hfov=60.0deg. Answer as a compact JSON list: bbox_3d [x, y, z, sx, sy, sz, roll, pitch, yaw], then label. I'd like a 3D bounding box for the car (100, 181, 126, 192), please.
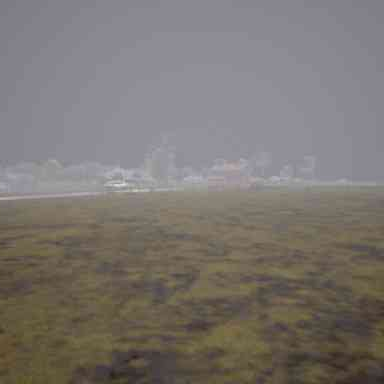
[{"bbox_3d":[-15.350,-1.114,64.871,2.150,2.045,5.566,1,3,35],"label":"car"}]
